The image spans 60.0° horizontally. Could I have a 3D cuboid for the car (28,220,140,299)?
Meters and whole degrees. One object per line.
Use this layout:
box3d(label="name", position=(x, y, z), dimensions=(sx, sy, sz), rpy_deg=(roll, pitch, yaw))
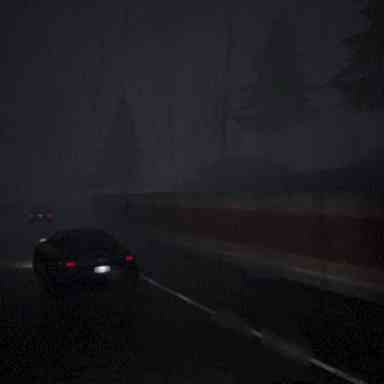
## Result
box3d(label="car", position=(-2.981, 1.659, 8.903), dimensions=(1.994, 1.385, 4.181), rpy_deg=(0, -1, -32))

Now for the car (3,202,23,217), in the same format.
box3d(label="car", position=(-18.892, 1.841, 35.159), dimensions=(1.882, 1.535, 5.008), rpy_deg=(0, -1, -18))

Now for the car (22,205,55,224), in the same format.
box3d(label="car", position=(-12.183, 1.828, 26.916), dimensions=(2.033, 1.411, 5.357), rpy_deg=(0, -1, -23))

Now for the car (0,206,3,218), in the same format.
box3d(label="car", position=(-12.692, 1.747, 19.432), dimensions=(2.033, 1.411, 5.357), rpy_deg=(0, -1, -24))
